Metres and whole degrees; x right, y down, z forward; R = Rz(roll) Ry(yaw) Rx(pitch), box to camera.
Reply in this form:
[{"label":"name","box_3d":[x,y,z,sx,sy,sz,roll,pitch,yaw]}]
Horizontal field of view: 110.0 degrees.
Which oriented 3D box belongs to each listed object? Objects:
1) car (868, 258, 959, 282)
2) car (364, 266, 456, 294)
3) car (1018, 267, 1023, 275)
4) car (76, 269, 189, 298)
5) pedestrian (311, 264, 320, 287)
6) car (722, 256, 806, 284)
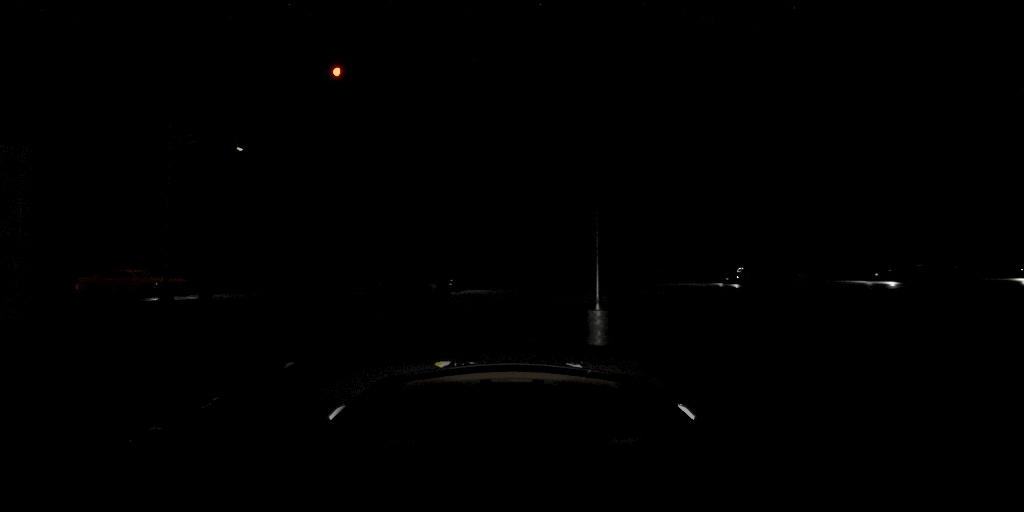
[{"label":"car","box_3d":[26.132,0.891,23.394,4.674,1.442,1.812,-1,-2,1]},{"label":"car","box_3d":[-5.562,1.265,19.771,4.892,1.490,1.837,-1,-2,0]},{"label":"car","box_3d":[36.727,0.751,23.359,5.357,1.411,2.033,-1,-2,0]},{"label":"car","box_3d":[-20.819,1.475,19.809,5.008,1.535,1.882,-1,-2,0]},{"label":"pedestrian","box_3d":[-15.058,1.466,27.397,0.375,1.860,0.375,0,-1,0]},{"label":"car","box_3d":[16.283,0.875,23.422,4.553,1.767,2.097,-1,-2,0]}]
